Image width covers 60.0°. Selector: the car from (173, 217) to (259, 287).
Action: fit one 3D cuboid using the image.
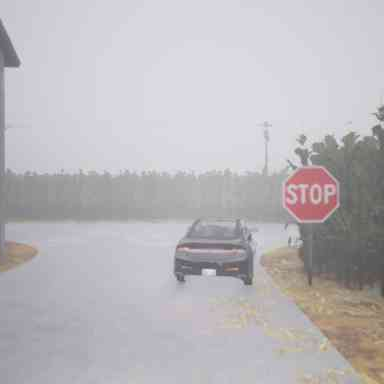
[{"bbox_3d":[0.806,1.452,9.353,2.128,1.511,4.902,0,0,11],"label":"car"}]
